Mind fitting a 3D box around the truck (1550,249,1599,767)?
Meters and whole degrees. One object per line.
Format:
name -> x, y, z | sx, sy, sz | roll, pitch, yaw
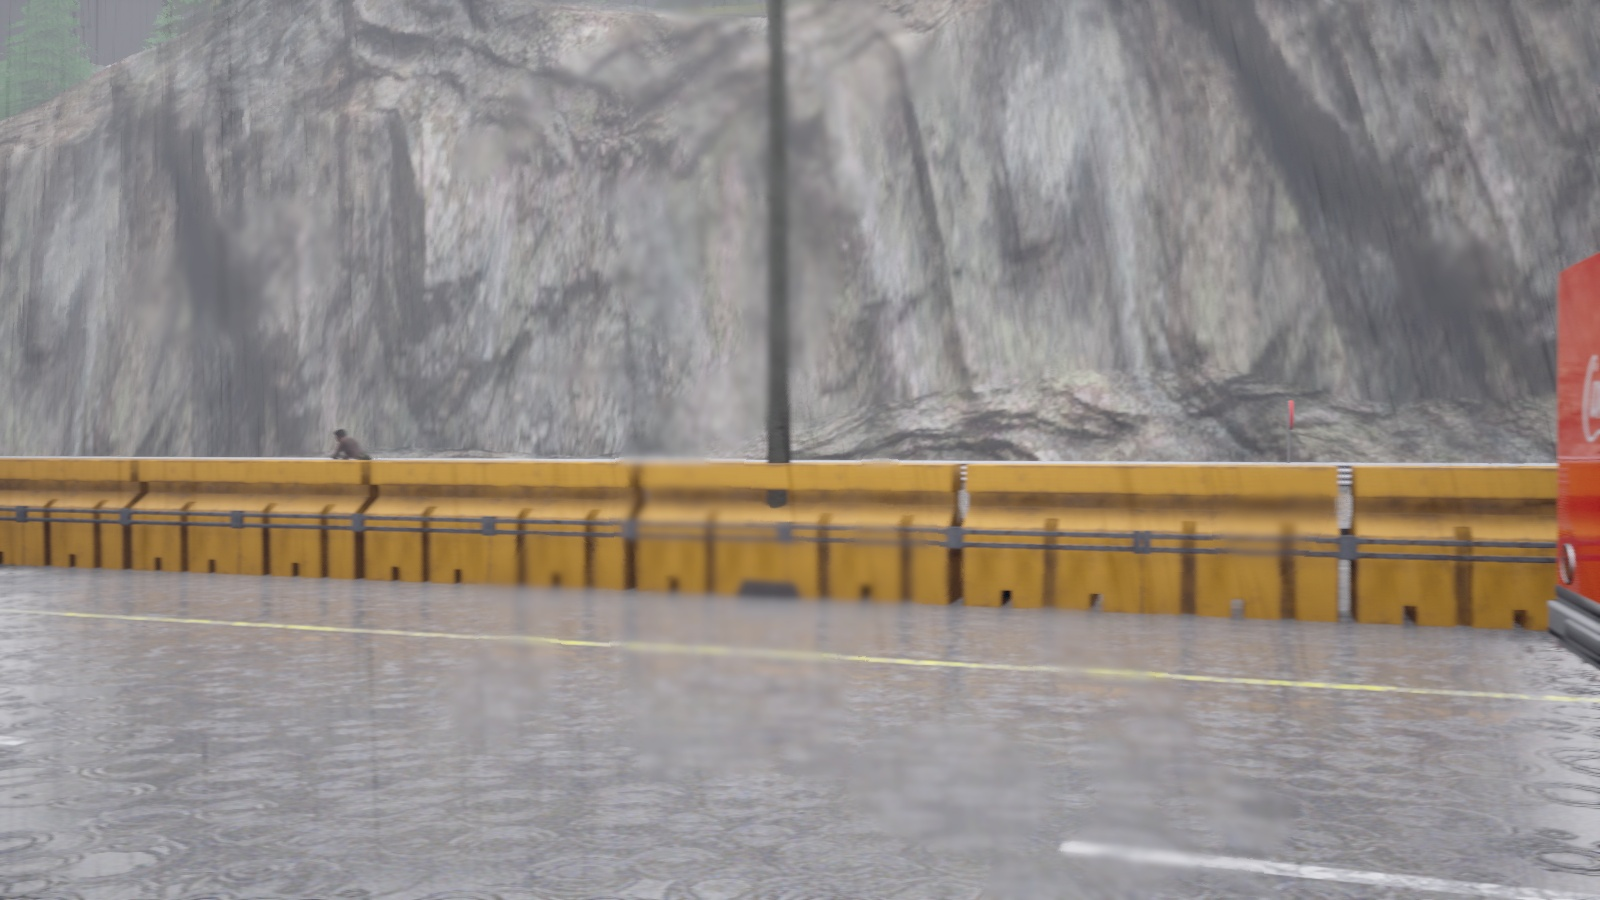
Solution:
truck -> 6.157, 0.289, 4.798 | 5.204, 2.467, 2.627 | 0, 1, 19
